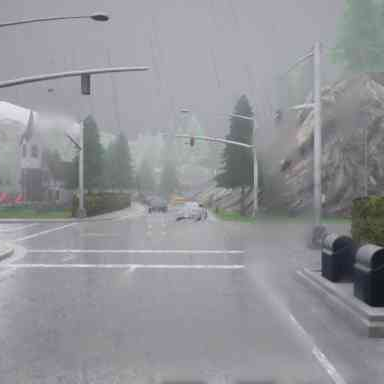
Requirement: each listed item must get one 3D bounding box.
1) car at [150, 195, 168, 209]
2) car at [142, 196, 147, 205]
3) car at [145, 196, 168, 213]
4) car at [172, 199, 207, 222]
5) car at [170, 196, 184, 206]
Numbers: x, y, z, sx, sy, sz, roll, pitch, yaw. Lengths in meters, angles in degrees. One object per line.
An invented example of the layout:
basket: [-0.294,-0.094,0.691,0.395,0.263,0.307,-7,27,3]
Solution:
car: [-4.682,1.352,46.804,2.097,1.767,4.553,0,0,-11]
car: [-7.169,1.505,56.647,1.837,1.490,4.892,0,0,-20]
car: [-3.748,1.505,36.685,1.837,1.490,4.892,0,0,-2]
car: [0.021,1.526,26.686,1.812,1.442,4.674,1,0,11]
car: [-2.353,1.477,53.596,1.882,1.535,5.008,0,0,-14]
